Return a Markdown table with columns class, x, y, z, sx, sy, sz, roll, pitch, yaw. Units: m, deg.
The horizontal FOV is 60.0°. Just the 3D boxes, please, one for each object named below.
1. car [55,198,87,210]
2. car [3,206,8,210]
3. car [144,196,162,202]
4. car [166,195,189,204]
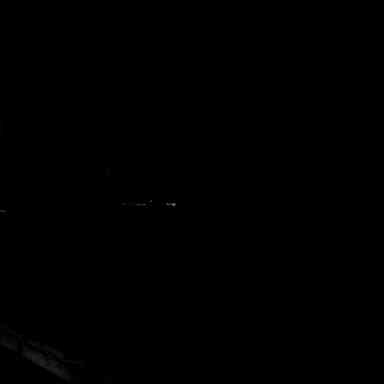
| class | x | y | z | sx | sy | sz | roll | pitch | yaw |
| --- | --- | --- | --- | --- | --- | --- | --- | --- | --- |
| car | -16.144 | 1.532 | 42.663 | 2.033 | 1.411 | 5.357 | 0 | 0 | 39 |
| car | -21.365 | 1.560 | 41.762 | 1.994 | 1.385 | 4.181 | 0 | 0 | 39 |
| car | -7.172 | 1.336 | 59.353 | 2.033 | 1.411 | 5.357 | 0 | 1 | 39 |
| car | -2.573 | 1.242 | 59.495 | 1.837 | 1.490 | 4.892 | 0 | 1 | 38 |
